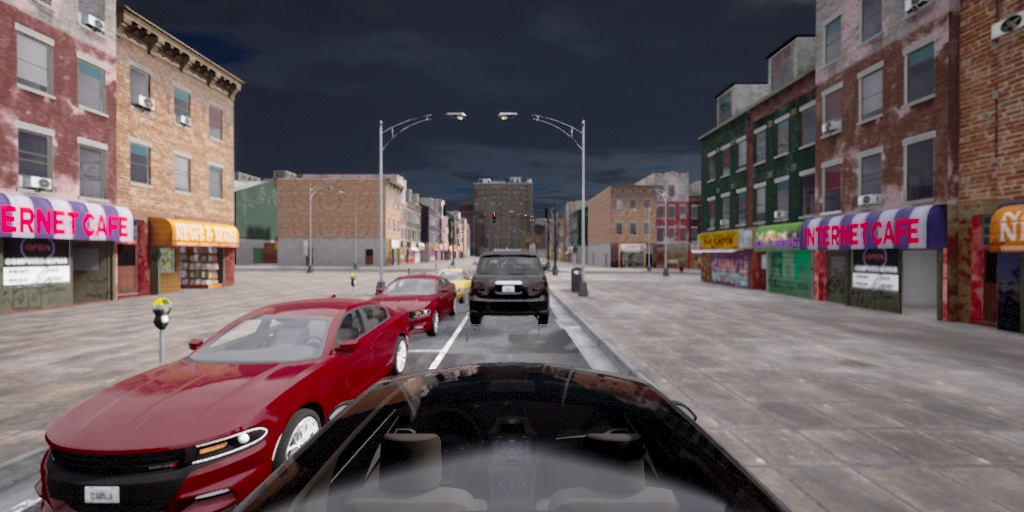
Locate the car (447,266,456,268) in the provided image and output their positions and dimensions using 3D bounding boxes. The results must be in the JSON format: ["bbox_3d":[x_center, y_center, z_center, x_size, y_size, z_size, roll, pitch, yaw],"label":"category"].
[{"bbox_3d":[-2.641,1.118,15.372,1.751,1.417,4.829,0,0,0],"label":"car"}]

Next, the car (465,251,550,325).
[{"bbox_3d":[-0.042,0.861,11.443,2.150,2.045,5.566,0,1,1],"label":"car"}]

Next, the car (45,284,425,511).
[{"bbox_3d":[-2.638,1.261,4.555,1.888,1.381,4.507,0,0,0],"label":"car"}]

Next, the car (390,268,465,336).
[{"bbox_3d":[-2.640,1.199,10.049,1.888,1.381,4.507,0,0,0],"label":"car"}]
